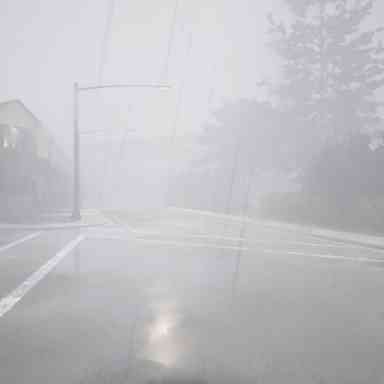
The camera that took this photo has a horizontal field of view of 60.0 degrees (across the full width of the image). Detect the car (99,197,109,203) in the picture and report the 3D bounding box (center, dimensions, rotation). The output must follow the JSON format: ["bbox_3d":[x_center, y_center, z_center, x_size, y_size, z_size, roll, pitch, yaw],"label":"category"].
[{"bbox_3d":[-19.020,1.623,71.934,1.895,1.301,4.718,0,0,-11],"label":"car"}]
